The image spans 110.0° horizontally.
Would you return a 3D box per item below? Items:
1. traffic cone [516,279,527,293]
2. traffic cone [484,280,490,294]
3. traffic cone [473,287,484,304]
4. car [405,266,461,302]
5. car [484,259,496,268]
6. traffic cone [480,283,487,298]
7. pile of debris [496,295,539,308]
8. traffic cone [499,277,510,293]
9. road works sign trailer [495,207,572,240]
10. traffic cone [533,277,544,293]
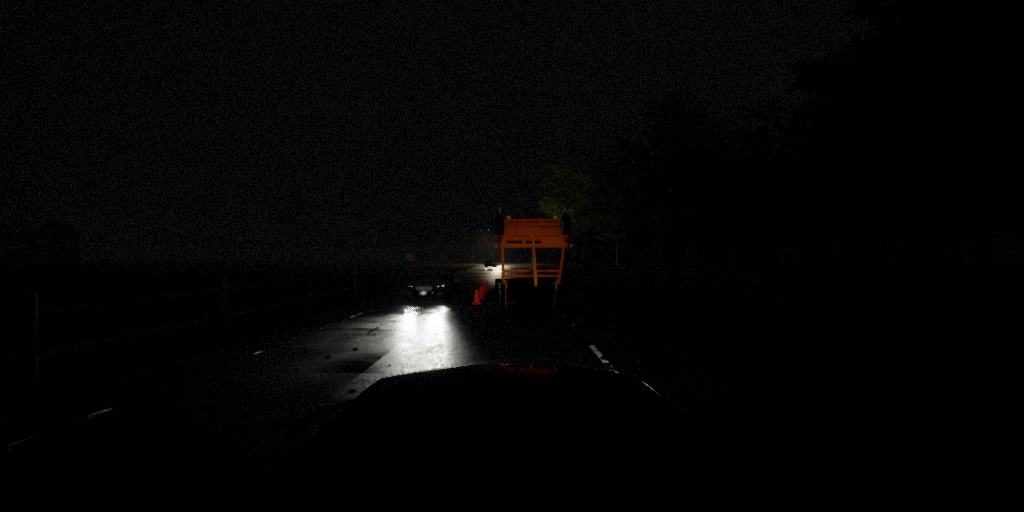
[{"bbox_3d":[0.546,1.688,20.905,0.340,0.580,0.340,0,0,0],"label":"traffic cone"},{"bbox_3d":[-1.455,1.690,18.909,0.340,0.580,0.340,0,0,0],"label":"traffic cone"},{"bbox_3d":[-1.462,1.694,14.909,0.340,0.580,0.340,0,0,0],"label":"traffic cone"},{"bbox_3d":[-3.571,1.228,16.911,2.128,1.511,4.902,0,0,0],"label":"car"},{"bbox_3d":[-3.495,1.220,58.146,2.033,1.411,5.357,0,0,0],"label":"car"},{"bbox_3d":[-1.459,1.692,16.908,0.340,0.580,0.340,0,0,0],"label":"traffic cone"},{"bbox_3d":[0.022,1.904,14.912,1.860,0.140,1.500,0,0,0],"label":"pile of debris"},{"bbox_3d":[-0.453,1.688,20.906,0.340,0.580,0.340,0,0,0],"label":"traffic cone"},{"bbox_3d":[0.629,-2.366,10.118,2.380,3.560,2.880,0,0,0],"label":"road works sign trailer"},{"bbox_3d":[1.545,1.688,20.903,0.340,0.580,0.340,0,0,0],"label":"traffic cone"}]
